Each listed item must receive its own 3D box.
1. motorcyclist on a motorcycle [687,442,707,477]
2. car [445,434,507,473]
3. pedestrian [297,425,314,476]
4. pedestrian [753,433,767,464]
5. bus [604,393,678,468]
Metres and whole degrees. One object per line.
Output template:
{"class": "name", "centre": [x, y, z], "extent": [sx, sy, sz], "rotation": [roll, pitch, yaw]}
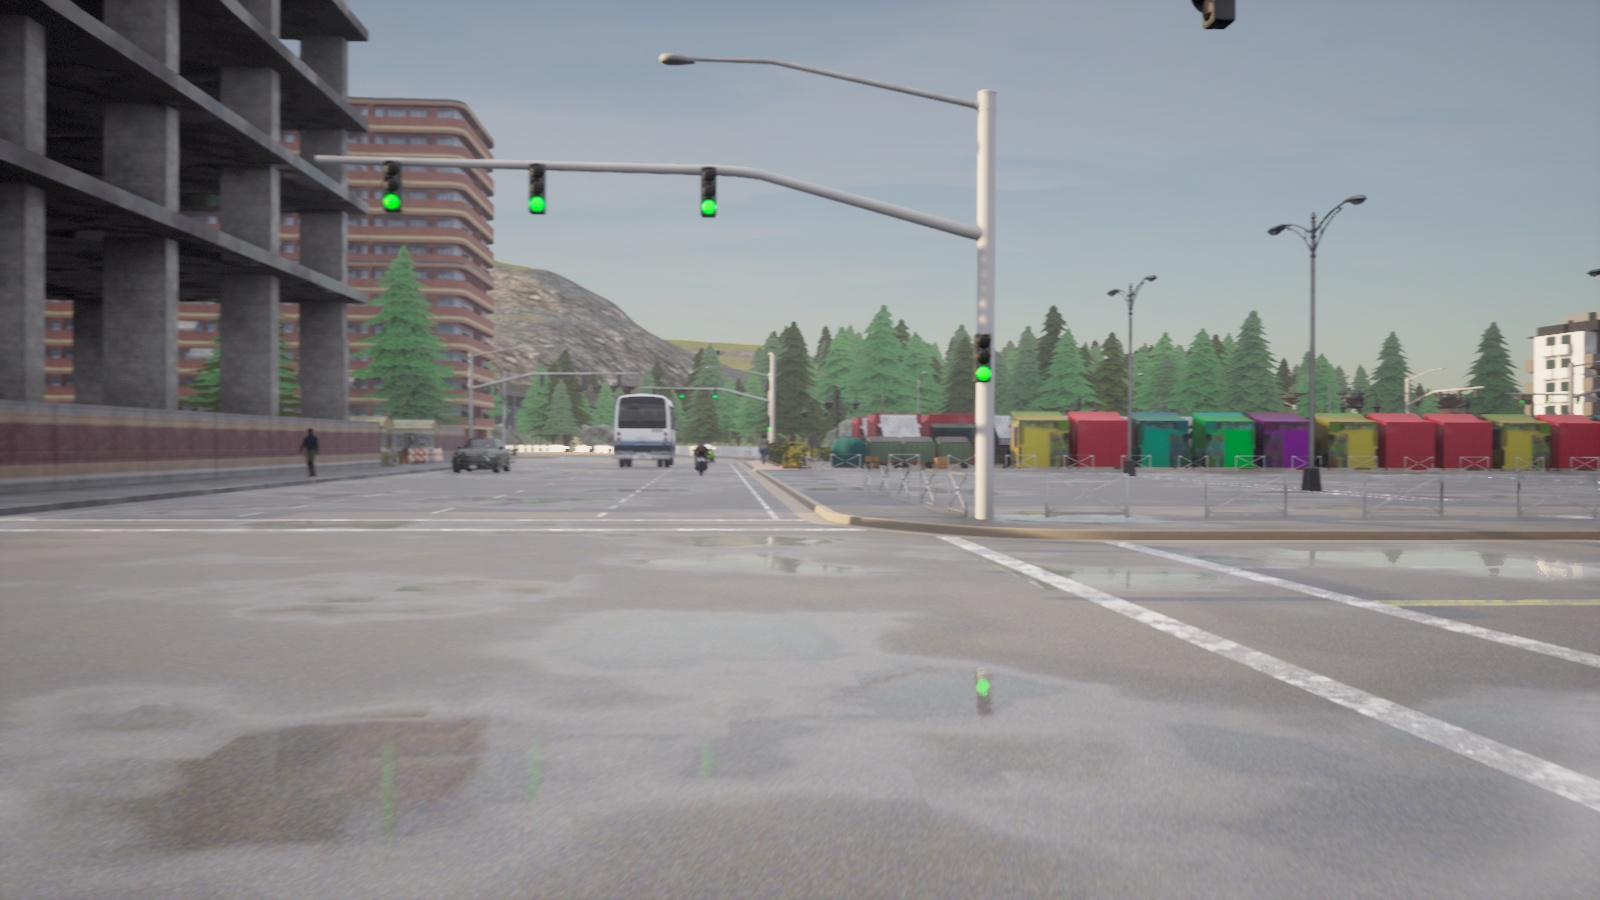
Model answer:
{"class": "motorcyclist on a motorcycle", "centre": [-4.627, 0.411, 56.734], "extent": [0.866, 1.530, 2.191], "rotation": [0, 0, -4]}
{"class": "car", "centre": [-15.375, 0.143, 59.805], "extent": [2.097, 1.767, 4.553], "rotation": [0, 0, -4]}
{"class": "pedestrian", "centre": [-17.771, 0.010, 45.142], "extent": [0.370, 1.835, 0.726], "rotation": [0, 0, -6]}
{"class": "pedestrian", "centre": [-2.422, -0.070, 76.086], "extent": [0.874, 1.855, 0.900], "rotation": [0, 0, -1]}
{"class": "bus", "centre": [-9.592, -1.154, 76.979], "extent": [3.944, 4.253, 10.273], "rotation": [0, 0, -4]}
